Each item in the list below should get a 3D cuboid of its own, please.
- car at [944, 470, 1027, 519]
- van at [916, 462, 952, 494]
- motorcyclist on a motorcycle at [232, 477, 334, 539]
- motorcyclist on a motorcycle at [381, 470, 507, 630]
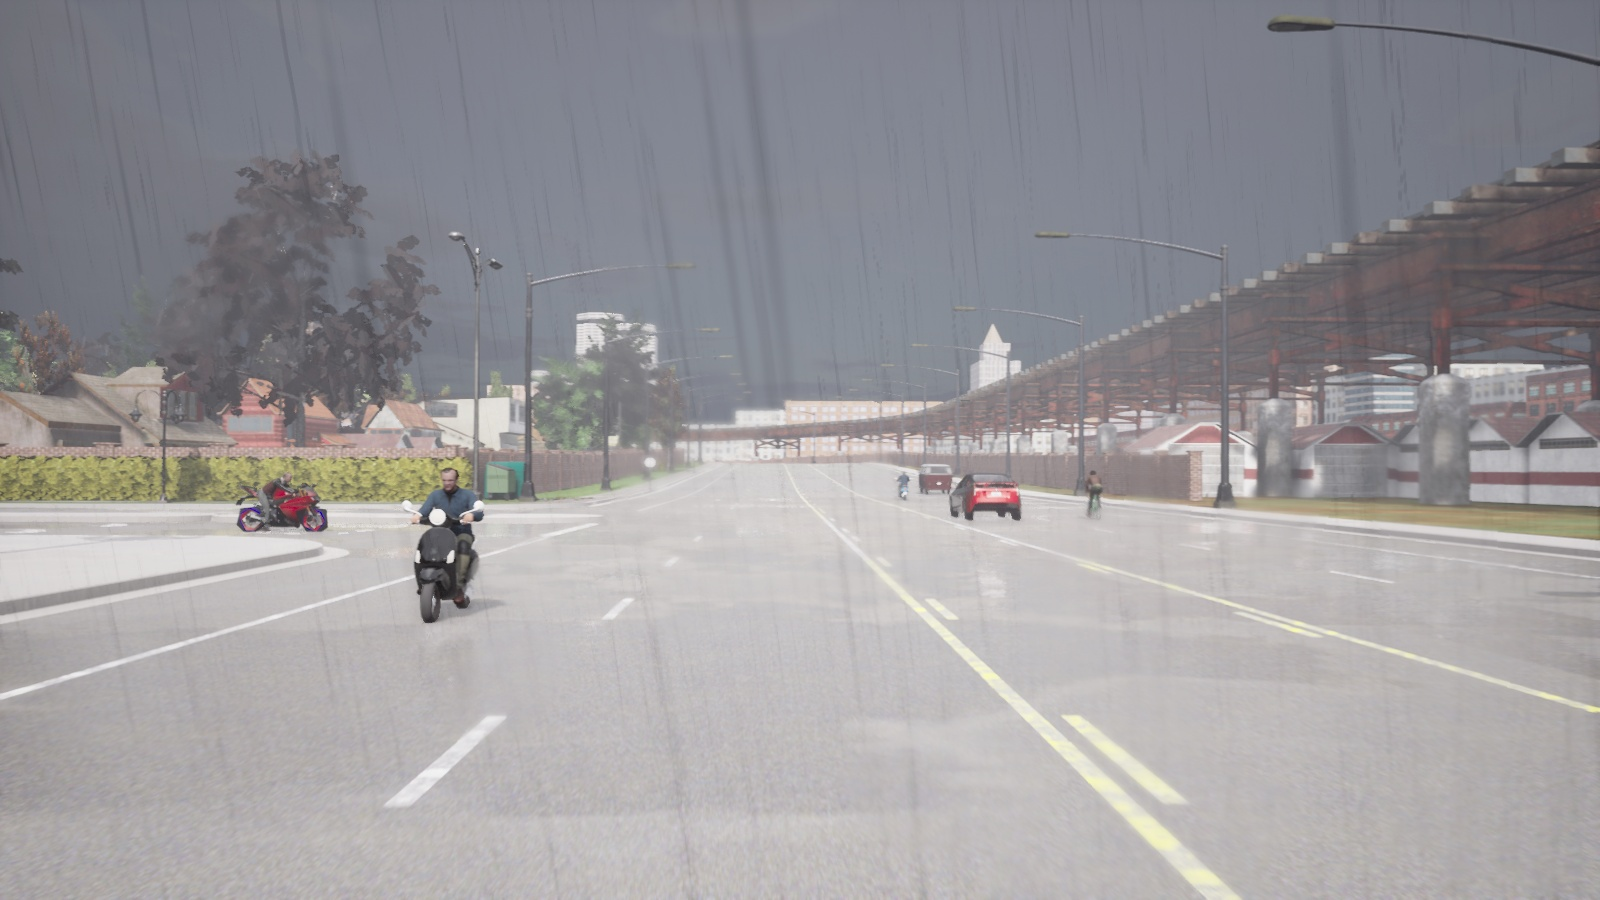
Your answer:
[{"bbox_3d":[6.122,1.435,41.926,2.007,1.525,4.514,0,-1,-1],"label":"car"},{"bbox_3d":[8.756,1.821,82.214,1.775,1.987,4.442,0,0,-1],"label":"van"},{"bbox_3d":[-12.886,1.435,31.353,2.191,1.530,0.866,0,-1,-1],"label":"motorcyclist on a motorcycle"},{"bbox_3d":[-3.770,1.011,13.459,0.866,1.590,1.817,0,-1,-1],"label":"motorcyclist on a motorcycle"}]
